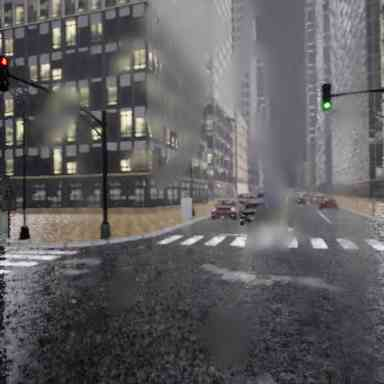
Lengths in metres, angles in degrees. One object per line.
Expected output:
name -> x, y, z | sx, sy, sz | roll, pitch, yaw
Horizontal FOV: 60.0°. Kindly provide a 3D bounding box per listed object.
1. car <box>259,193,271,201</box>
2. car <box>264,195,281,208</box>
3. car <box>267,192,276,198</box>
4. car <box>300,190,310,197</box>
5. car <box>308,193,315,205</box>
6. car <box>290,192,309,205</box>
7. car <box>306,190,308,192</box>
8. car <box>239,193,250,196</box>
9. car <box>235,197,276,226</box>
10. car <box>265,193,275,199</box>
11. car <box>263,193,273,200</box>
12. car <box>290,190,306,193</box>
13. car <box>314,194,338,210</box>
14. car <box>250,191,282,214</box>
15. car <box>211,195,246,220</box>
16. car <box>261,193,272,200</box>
car -> 13.864, 1.009, 63.383 | 1.887, 1.381, 4.507 | 0, 1, 17
car -> 10.125, 1.133, 41.642 | 1.837, 1.490, 4.892 | -1, 0, 17
car -> 20.196, 0.820, 84.766 | 1.947, 1.339, 4.313 | 0, 1, 17
car -> 29.836, 0.374, 87.809 | 2.192, 1.841, 5.009 | 0, 1, 17
car -> 17.217, 1.004, 45.194 | 1.752, 1.417, 4.829 | 0, 1, 17
car -> 14.804, 1.084, 46.201 | 1.994, 1.385, 4.181 | -1, 0, 16
car -> 28.253, 0.656, 82.463 | 1.887, 1.381, 4.507 | 0, 1, 17
car -> 5.950, 1.044, 36.654 | 2.192, 1.841, 5.009 | 0, 1, 17
car -> 4.311, 1.327, 22.052 | 1.837, 1.490, 4.892 | -1, 0, 17
car -> 18.613, 0.857, 79.420 | 2.008, 1.369, 4.403 | 0, 1, 17
car -> 17.030, 0.904, 74.074 | 1.887, 1.381, 4.507 | 0, 1, 17
car -> 18.754, 0.609, 59.617 | 2.150, 2.045, 5.566 | -1, 0, 17
car -> 14.001, 1.168, 34.336 | 1.802, 1.307, 4.206 | 0, 1, 17
car -> 7.157, 0.949, 31.663 | 2.150, 2.045, 5.566 | -1, 0, 17
car -> 2.784, 1.275, 25.964 | 1.967, 1.590, 4.097 | 0, 1, 17
car -> 15.448, 0.962, 68.729 | 2.008, 1.369, 4.403 | 0, 1, 17
